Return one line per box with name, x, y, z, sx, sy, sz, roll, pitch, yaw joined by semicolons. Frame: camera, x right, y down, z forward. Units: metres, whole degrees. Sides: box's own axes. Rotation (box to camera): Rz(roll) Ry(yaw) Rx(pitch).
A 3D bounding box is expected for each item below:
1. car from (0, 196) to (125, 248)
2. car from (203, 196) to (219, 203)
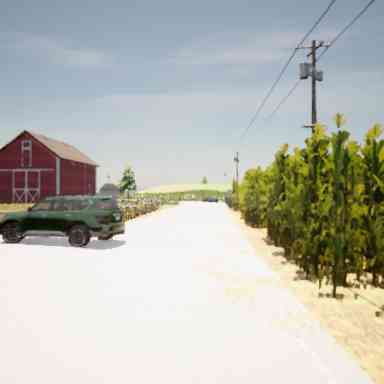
car;-5.713;1.204;14.687;5.566;2.045;2.150;0;-1;16
car;3.745;1.489;67.016;1.994;1.385;4.181;0;0;-20
